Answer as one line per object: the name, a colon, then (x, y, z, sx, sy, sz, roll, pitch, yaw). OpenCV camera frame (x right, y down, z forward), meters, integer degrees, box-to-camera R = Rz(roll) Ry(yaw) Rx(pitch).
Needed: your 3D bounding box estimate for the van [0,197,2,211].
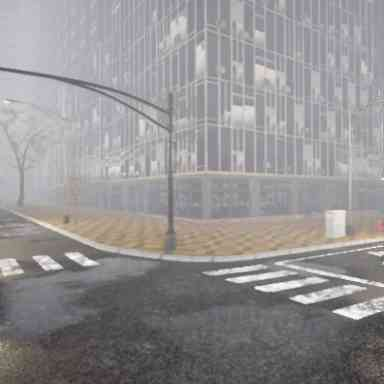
van: (-23.190, 1.371, 38.656, 1.690, 1.788, 3.998, 1, 0, -34)
